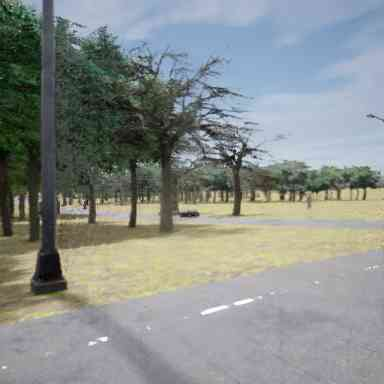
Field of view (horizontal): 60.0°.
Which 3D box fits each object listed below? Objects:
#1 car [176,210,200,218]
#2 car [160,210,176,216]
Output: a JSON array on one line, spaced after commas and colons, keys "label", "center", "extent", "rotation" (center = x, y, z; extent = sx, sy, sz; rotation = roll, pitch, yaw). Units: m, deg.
[{"label": "car", "center": [-0.499, 4.094, 62.822], "extent": [1.882, 1.535, 5.008], "rotation": [-2, -2, -34]}, {"label": "car", "center": [-4.994, 4.255, 69.330], "extent": [1.882, 1.535, 5.008], "rotation": [-2, -1, -34]}]
